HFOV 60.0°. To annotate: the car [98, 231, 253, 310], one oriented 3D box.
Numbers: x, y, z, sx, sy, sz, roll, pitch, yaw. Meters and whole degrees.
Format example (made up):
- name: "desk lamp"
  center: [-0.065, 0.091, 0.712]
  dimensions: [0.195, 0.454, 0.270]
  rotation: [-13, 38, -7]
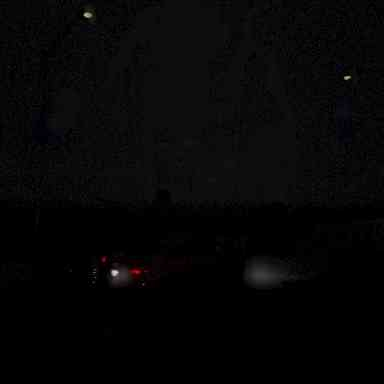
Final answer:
- name: "car"
  center: [-0.227, 1.745, 8.567]
  dimensions: [4.181, 1.385, 1.994]
  rotation: [1, 2, -45]
